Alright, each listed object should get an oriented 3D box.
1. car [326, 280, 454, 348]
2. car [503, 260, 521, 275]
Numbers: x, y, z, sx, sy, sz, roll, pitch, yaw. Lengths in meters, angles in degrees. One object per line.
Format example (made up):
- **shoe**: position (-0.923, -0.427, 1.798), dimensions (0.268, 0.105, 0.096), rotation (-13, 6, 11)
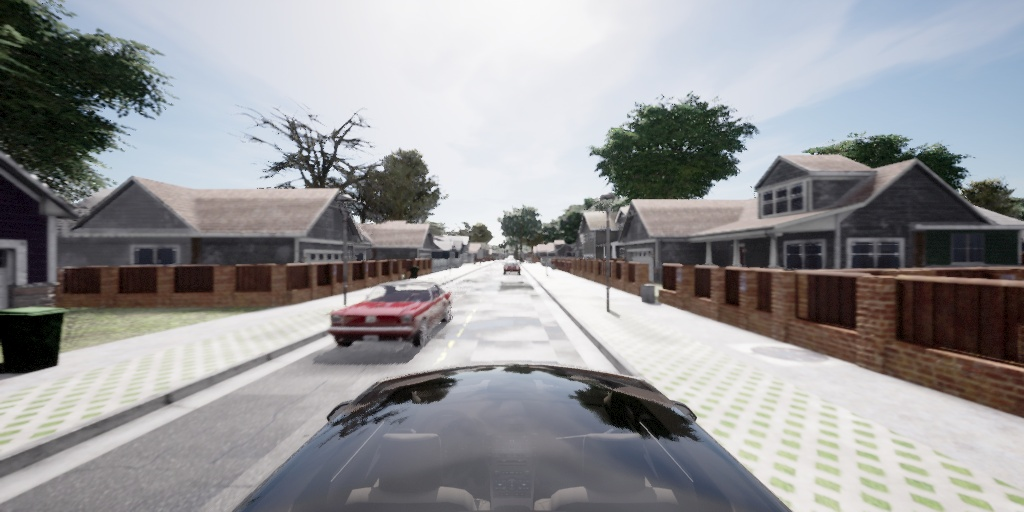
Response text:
- **car**: position (-2.824, 1.345, 9.391), dimensions (1.895, 1.301, 4.718), rotation (0, 0, 0)
- **car**: position (-0.006, 1.283, 38.671), dimensions (1.895, 1.301, 4.718), rotation (0, 0, 0)
